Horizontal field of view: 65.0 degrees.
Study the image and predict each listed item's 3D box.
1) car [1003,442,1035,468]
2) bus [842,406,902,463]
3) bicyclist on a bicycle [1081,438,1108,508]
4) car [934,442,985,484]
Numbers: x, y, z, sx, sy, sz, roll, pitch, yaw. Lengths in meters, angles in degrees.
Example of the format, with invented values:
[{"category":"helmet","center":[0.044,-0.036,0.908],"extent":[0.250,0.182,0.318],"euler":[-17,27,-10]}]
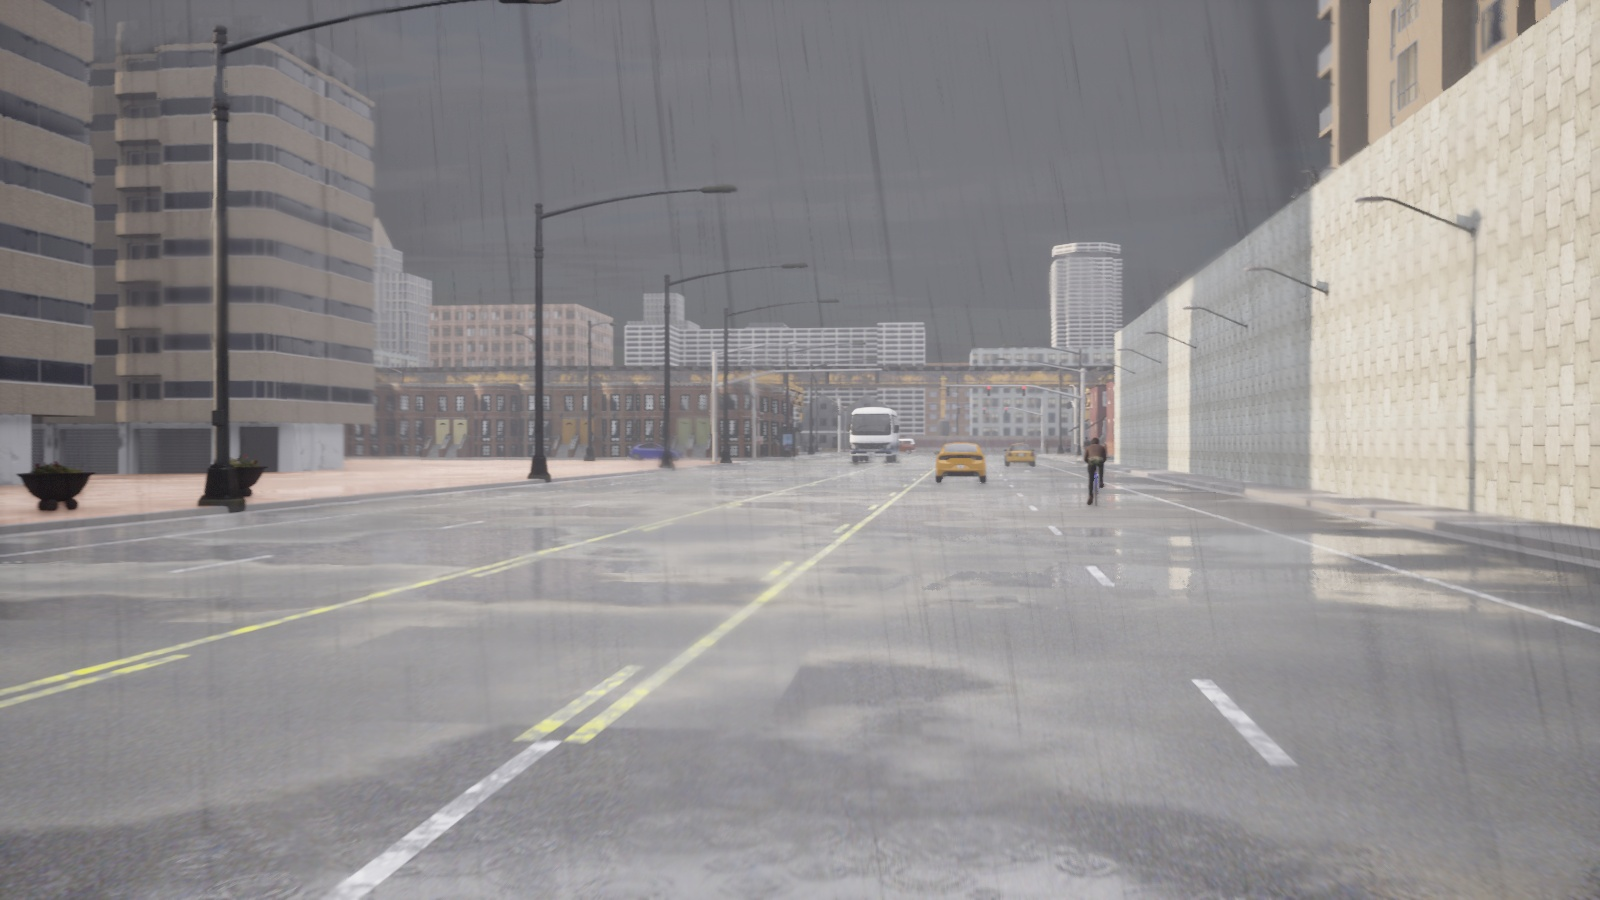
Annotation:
[{"category":"car","center":[13.881,0.259,79.870],"extent":[1.801,1.575,5.366],"euler":[0,1,8]},{"category":"bus","center":[5.773,-1.177,98.463],"extent":[3.944,4.253,10.273],"euler":[0,0,8]},{"category":"bicyclist on a bicycle","center":[7.034,0.541,29.997],"extent":[0.582,1.620,1.656],"euler":[0,0,12]},{"category":"car","center":[6.221,0.457,48.934],"extent":[1.882,1.535,5.008],"euler":[0,0,8]}]
